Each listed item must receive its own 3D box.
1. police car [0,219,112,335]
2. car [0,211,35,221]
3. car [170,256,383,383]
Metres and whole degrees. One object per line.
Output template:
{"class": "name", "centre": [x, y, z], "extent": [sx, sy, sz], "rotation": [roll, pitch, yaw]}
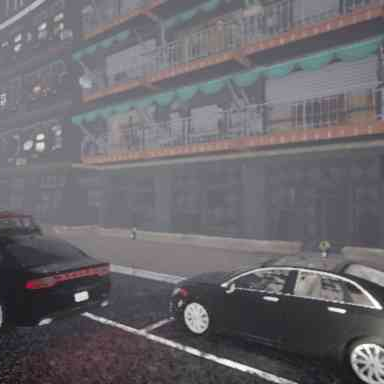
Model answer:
{"class": "police car", "centre": [-3.960, 1.608, 7.230], "extent": [5.238, 1.638, 1.930], "rotation": [-1, -2, 37]}
{"class": "car", "centre": [-7.442, 1.609, 12.047], "extent": [5.009, 1.841, 2.192], "rotation": [-1, -2, 37]}
{"class": "car", "centre": [1.610, 1.714, 5.325], "extent": [4.403, 1.369, 2.008], "rotation": [-1, -2, 37]}
